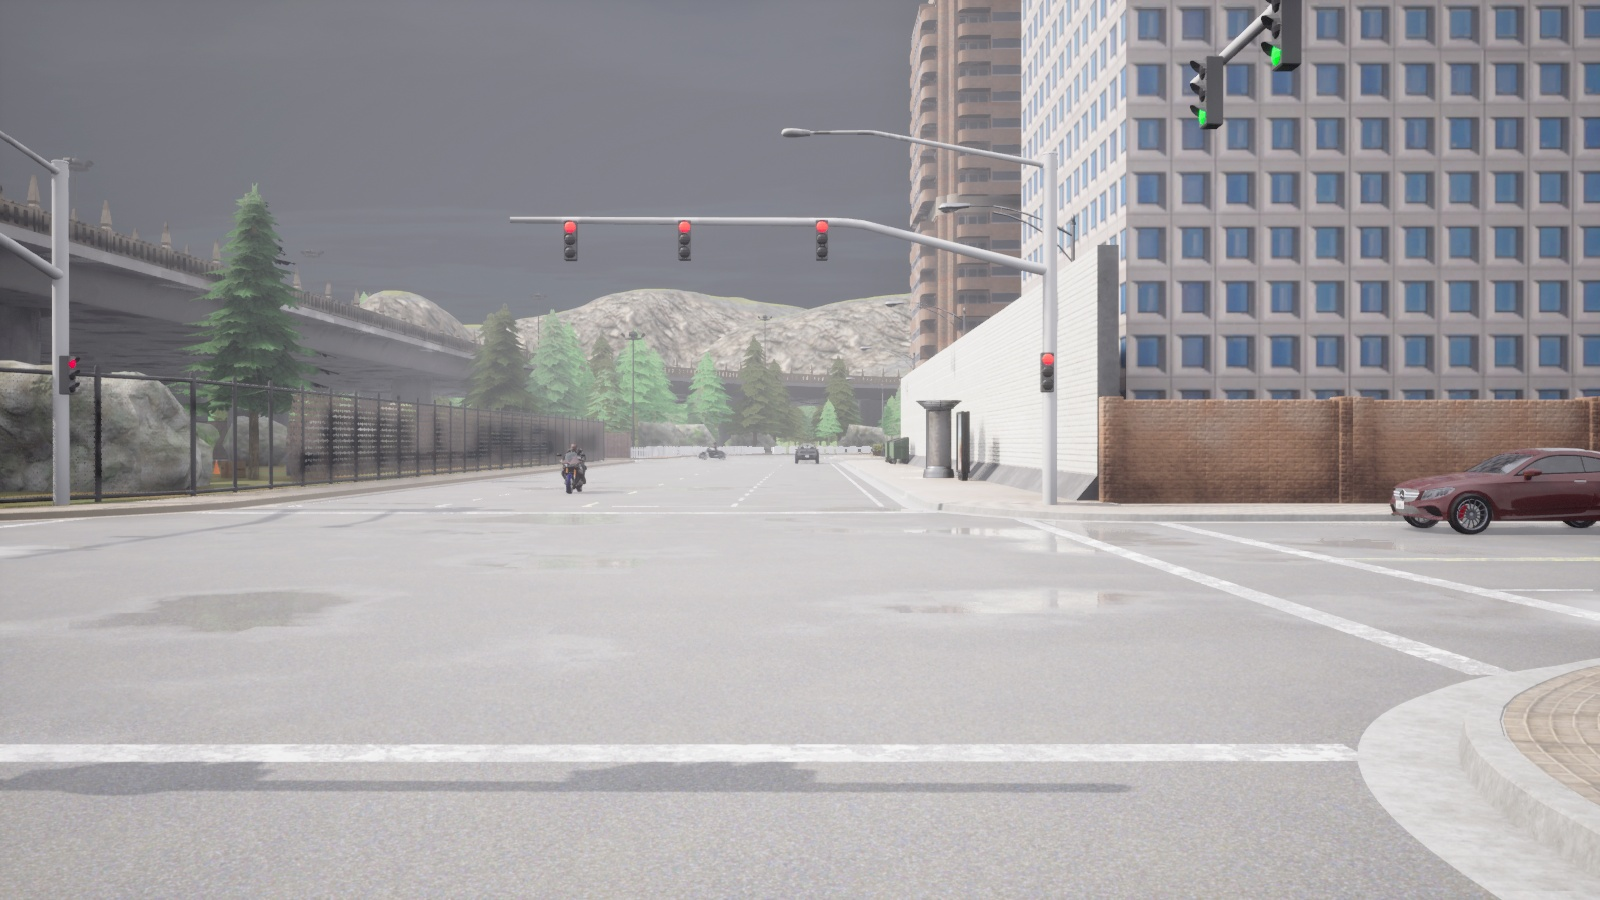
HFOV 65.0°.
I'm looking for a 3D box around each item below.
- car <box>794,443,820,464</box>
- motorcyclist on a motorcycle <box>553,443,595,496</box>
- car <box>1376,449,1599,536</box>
[{"bbox_3d":[0.512,0.246,91.154,1.816,1.474,4.193,0,0,0],"label":"car"},{"bbox_3d":[-6.779,0.563,37.779,0.866,1.530,2.191,0,0,0],"label":"motorcyclist on a motorcycle"},{"bbox_3d":[12.785,0.714,21.879,4.674,1.442,1.812,0,0,0],"label":"car"}]
